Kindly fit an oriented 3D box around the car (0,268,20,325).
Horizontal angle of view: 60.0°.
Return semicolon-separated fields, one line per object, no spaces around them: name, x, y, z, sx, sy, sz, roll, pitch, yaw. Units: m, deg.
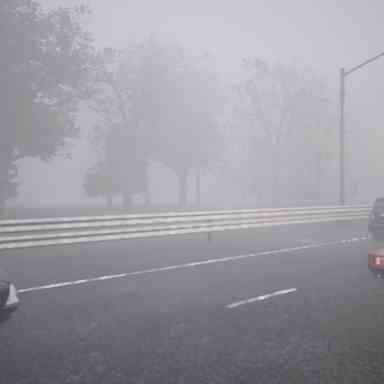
car;-5.008;1.600;4.459;4.718;1.301;1.895;0;0;-36

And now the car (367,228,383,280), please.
car;6.437;1.588;8.226;4.718;1.301;1.895;0;0;-35

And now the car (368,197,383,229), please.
car;10.226;1.201;15.068;5.566;2.045;2.150;0;0;-34
